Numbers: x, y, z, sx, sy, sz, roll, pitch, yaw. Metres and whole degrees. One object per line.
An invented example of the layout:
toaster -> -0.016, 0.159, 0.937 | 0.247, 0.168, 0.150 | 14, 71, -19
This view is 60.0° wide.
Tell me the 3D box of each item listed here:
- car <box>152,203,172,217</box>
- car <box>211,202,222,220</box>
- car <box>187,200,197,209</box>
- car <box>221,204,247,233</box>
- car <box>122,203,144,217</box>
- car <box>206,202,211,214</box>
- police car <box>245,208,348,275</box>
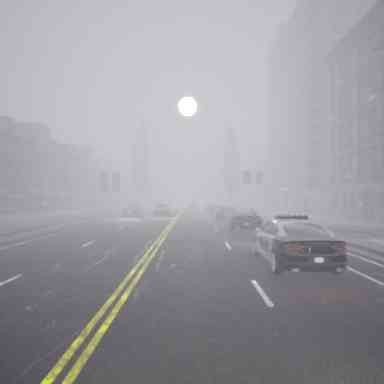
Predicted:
car -> -3.350, 2.004, 37.539 | 1.837, 1.490, 4.892 | 0, -1, 0
car -> 3.246, 1.985, 32.966 | 1.994, 1.385, 4.181 | 0, -1, 0
car -> -0.009, 2.722, 65.558 | 2.033, 1.411, 5.357 | 0, -2, 0
car -> 3.247, 1.746, 21.966 | 1.882, 1.535, 5.008 | 0, -1, 0
car -> -6.599, 1.990, 37.547 | 2.128, 1.511, 4.902 | 0, -1, 0
car -> 3.244, 2.102, 43.970 | 1.882, 1.535, 5.008 | 0, -1, 0
police car -> 3.248, 1.560, 11.077 | 1.930, 1.638, 5.238 | 0, -1, 0
